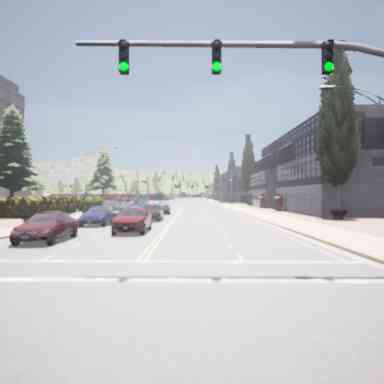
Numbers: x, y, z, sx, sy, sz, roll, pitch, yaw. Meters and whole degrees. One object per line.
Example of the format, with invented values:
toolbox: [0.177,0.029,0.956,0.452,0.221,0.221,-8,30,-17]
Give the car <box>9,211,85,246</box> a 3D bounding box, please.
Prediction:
car: [-7.102,1.706,16.488,1.812,1.442,4.674,0,-1,0]

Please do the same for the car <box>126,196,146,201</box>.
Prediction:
car: [-7.071,1.840,44.935,2.097,1.767,4.553,0,-1,0]

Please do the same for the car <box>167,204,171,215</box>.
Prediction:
car: [-3.581,1.997,39.846,1.994,1.385,4.181,0,-1,1]

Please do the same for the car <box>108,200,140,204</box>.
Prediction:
car: [-7.096,1.868,34.657,2.128,1.511,4.902,0,-1,0]

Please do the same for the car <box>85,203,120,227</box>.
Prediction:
car: [-7.100,1.802,25.393,1.812,1.442,4.674,0,-1,0]

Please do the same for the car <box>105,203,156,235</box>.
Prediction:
car: [-3.601,1.701,20.475,1.882,1.535,5.008,0,-1,0]

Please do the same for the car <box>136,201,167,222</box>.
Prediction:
car: [-3.599,1.831,29.970,1.837,1.490,4.892,0,-1,0]
